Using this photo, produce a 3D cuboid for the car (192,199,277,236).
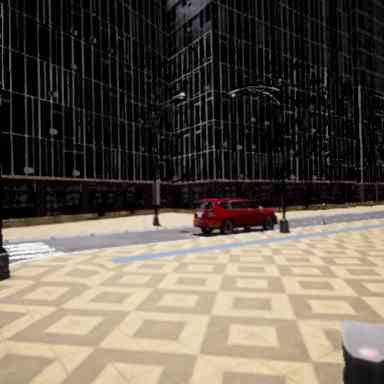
[{"bbox_3d":[2.346,1.259,17.942,5.009,1.841,2.192,-1,-1,-35],"label":"car"}]
